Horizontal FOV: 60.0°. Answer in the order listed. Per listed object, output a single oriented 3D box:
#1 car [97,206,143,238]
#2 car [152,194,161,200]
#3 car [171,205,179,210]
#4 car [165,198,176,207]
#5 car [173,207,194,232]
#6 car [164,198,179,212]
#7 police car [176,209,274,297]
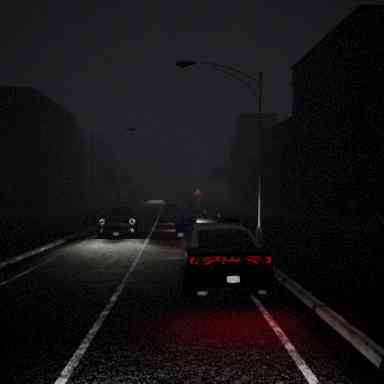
[{"bbox_3d":[-4.039,1.607,19.233,2.097,1.767,4.553,0,-1,-4],"label":"car"},{"bbox_3d":[-7.972,1.183,75.482,1.895,1.301,4.718,0,2,-4],"label":"car"},{"bbox_3d":[-0.424,1.906,24.797,1.812,1.442,4.674,0,-1,-4],"label":"car"},{"bbox_3d":[-3.791,1.797,59.156,1.895,1.301,4.718,0,2,-4],"label":"car"},{"bbox_3d":[0.006,1.754,18.802,1.812,1.442,4.674,0,-1,-4],"label":"car"},{"bbox_3d":[-2.793,1.954,45.402,2.128,1.511,4.902,0,-1,-4],"label":"car"},{"bbox_3d":[0.650,1.472,8.857,1.930,1.638,5.238,0,-1,-3],"label":"police car"}]
